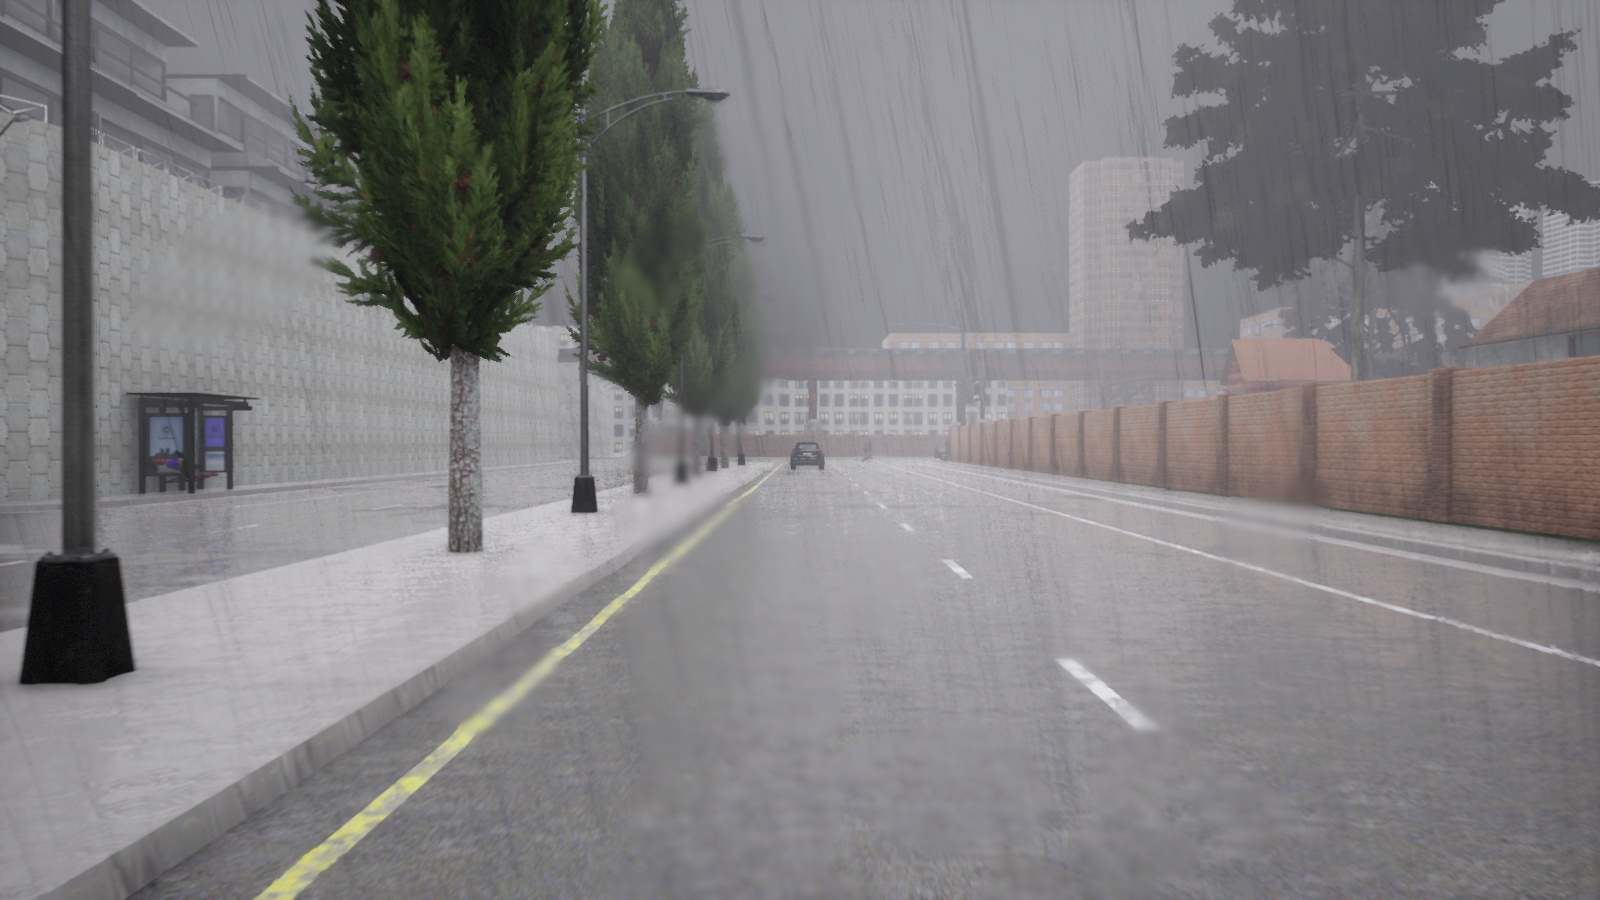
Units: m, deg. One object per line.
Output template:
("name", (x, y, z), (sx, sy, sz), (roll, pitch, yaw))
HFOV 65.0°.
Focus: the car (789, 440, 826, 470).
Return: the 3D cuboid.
("car", (0.426, 0.270, 72.286), (2.033, 1.649, 4.856), (0, 0, 0))
